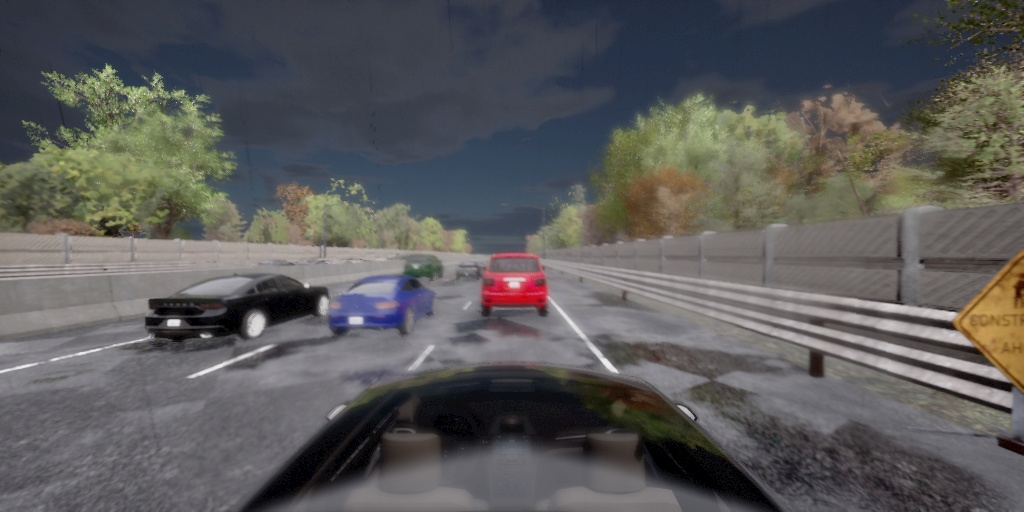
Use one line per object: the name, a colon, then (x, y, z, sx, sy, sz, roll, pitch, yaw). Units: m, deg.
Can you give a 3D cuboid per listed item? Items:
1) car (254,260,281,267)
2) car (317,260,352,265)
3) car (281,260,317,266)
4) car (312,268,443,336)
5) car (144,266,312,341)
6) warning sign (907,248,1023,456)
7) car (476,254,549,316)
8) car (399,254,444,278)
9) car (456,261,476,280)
car: (-24.587, 1.157, 37.268, 2.128, 1.511, 4.902, 0, 0, 0)
car: (-17.595, 1.192, 36.749, 1.812, 1.442, 4.674, 0, 0, 0)
car: (-21.088, 1.157, 37.291, 2.128, 1.511, 4.902, 0, 0, 0)
car: (-3.416, 1.252, 10.190, 1.812, 1.442, 4.674, 0, 0, 0)
car: (-6.918, 1.205, 9.824, 1.882, 1.535, 5.008, 0, 0, 0)
warning sign: (4.550, 0.860, 3.200, 1.300, 1.860, 1.060, 0, 0, 0)
car: (0.095, 0.941, 13.382, 2.150, 2.045, 5.566, 0, 0, 0)
car: (-6.903, 0.905, 28.629, 2.150, 2.045, 5.566, 0, 0, 0)
car: (-3.405, 1.172, 29.731, 2.128, 1.511, 4.902, 0, 0, 0)
